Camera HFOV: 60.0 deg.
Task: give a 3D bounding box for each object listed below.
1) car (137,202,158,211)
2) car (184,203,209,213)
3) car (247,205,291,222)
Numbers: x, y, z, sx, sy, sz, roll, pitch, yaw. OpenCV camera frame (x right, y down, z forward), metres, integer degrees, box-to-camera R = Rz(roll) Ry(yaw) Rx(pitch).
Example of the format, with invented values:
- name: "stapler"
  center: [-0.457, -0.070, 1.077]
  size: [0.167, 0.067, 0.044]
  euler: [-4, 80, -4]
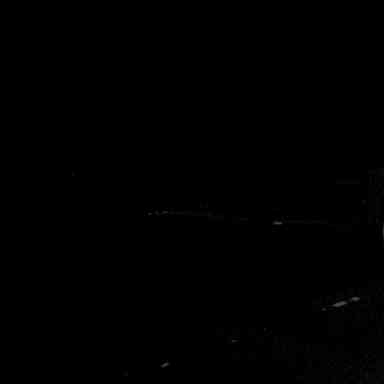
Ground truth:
- name: "car"
  center: [-7.539, 2.424, 56.016]
  size: [2.128, 1.511, 4.902]
  euler: [-1, 1, -35]
- name: "car"
  center: [0.682, 2.422, 50.802]
  size: [1.812, 1.442, 4.674]
  euler: [-1, 0, -36]
- name: "car"
  center: [7.878, 2.148, 34.397]
  size: [1.882, 1.535, 5.008]
  euler: [-1, -1, -36]
